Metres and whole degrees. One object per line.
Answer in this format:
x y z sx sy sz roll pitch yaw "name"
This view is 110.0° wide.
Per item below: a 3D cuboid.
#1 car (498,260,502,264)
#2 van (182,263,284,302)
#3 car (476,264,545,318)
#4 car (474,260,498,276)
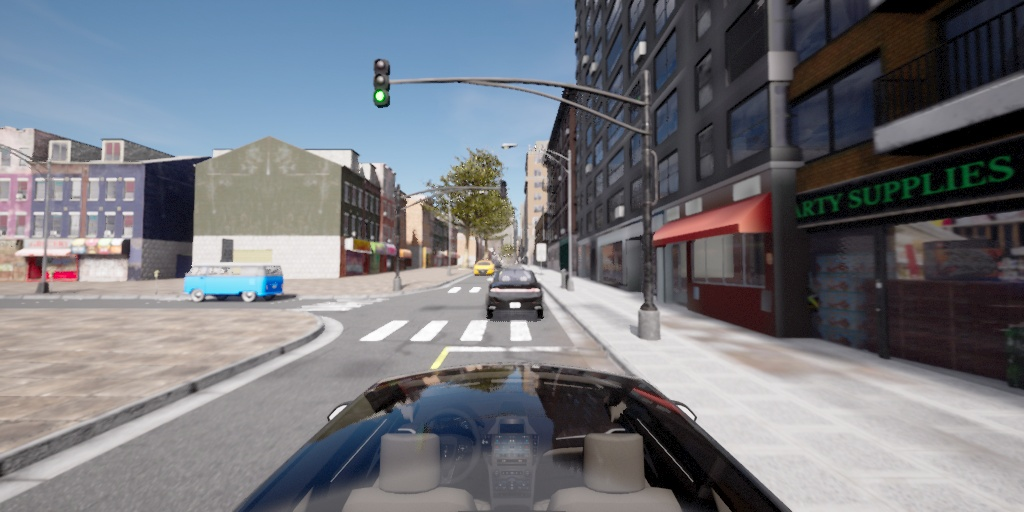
-2.704 1.392 59.109 2.128 1.511 4.902 0 -1 1 "car"
-12.906 1.200 16.684 3.998 1.789 1.690 0 0 0 "van"
0.100 1.208 12.842 2.128 1.511 4.902 0 0 0 "car"
-2.801 1.224 36.760 1.882 1.535 5.008 0 0 0 "car"
